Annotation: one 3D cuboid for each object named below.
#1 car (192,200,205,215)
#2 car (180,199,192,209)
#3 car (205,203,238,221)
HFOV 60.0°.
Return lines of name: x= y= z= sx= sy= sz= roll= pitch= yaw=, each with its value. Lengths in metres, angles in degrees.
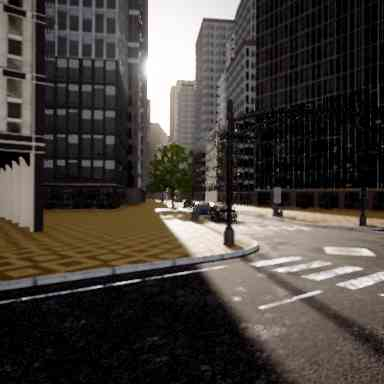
car: x=1.623 y=2.028 z=41.357 sx=2.033 sy=1.411 sz=5.357 roll=0 pitch=-1 yaw=-7
car: x=-0.494 y=2.200 z=58.674 sx=1.837 sy=1.490 sz=4.892 roll=0 pitch=-1 yaw=-7
car: x=2.907 y=1.851 z=31.055 sx=2.128 sy=1.511 sz=4.902 roll=0 pitch=-1 yaw=-7
